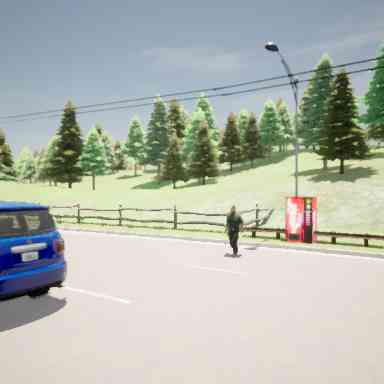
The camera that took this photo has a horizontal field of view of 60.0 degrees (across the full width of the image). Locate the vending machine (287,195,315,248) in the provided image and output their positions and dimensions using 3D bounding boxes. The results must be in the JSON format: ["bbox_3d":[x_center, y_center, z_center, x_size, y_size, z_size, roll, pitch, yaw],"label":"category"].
[{"bbox_3d":[4.615,1.192,14.064,0.880,2.100,1.100,0,0,33],"label":"vending machine"}]

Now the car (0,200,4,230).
[{"bbox_3d":[-13.581,1.340,19.795,4.553,1.767,2.097,0,0,29],"label":"car"}]

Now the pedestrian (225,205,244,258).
[{"bbox_3d":[1.429,1.290,11.384,0.375,1.860,0.375,0,0,32],"label":"pedestrian"}]

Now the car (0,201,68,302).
[{"bbox_3d":[-5.145,1.216,7.140,5.566,2.045,2.150,0,0,30],"label":"car"}]
